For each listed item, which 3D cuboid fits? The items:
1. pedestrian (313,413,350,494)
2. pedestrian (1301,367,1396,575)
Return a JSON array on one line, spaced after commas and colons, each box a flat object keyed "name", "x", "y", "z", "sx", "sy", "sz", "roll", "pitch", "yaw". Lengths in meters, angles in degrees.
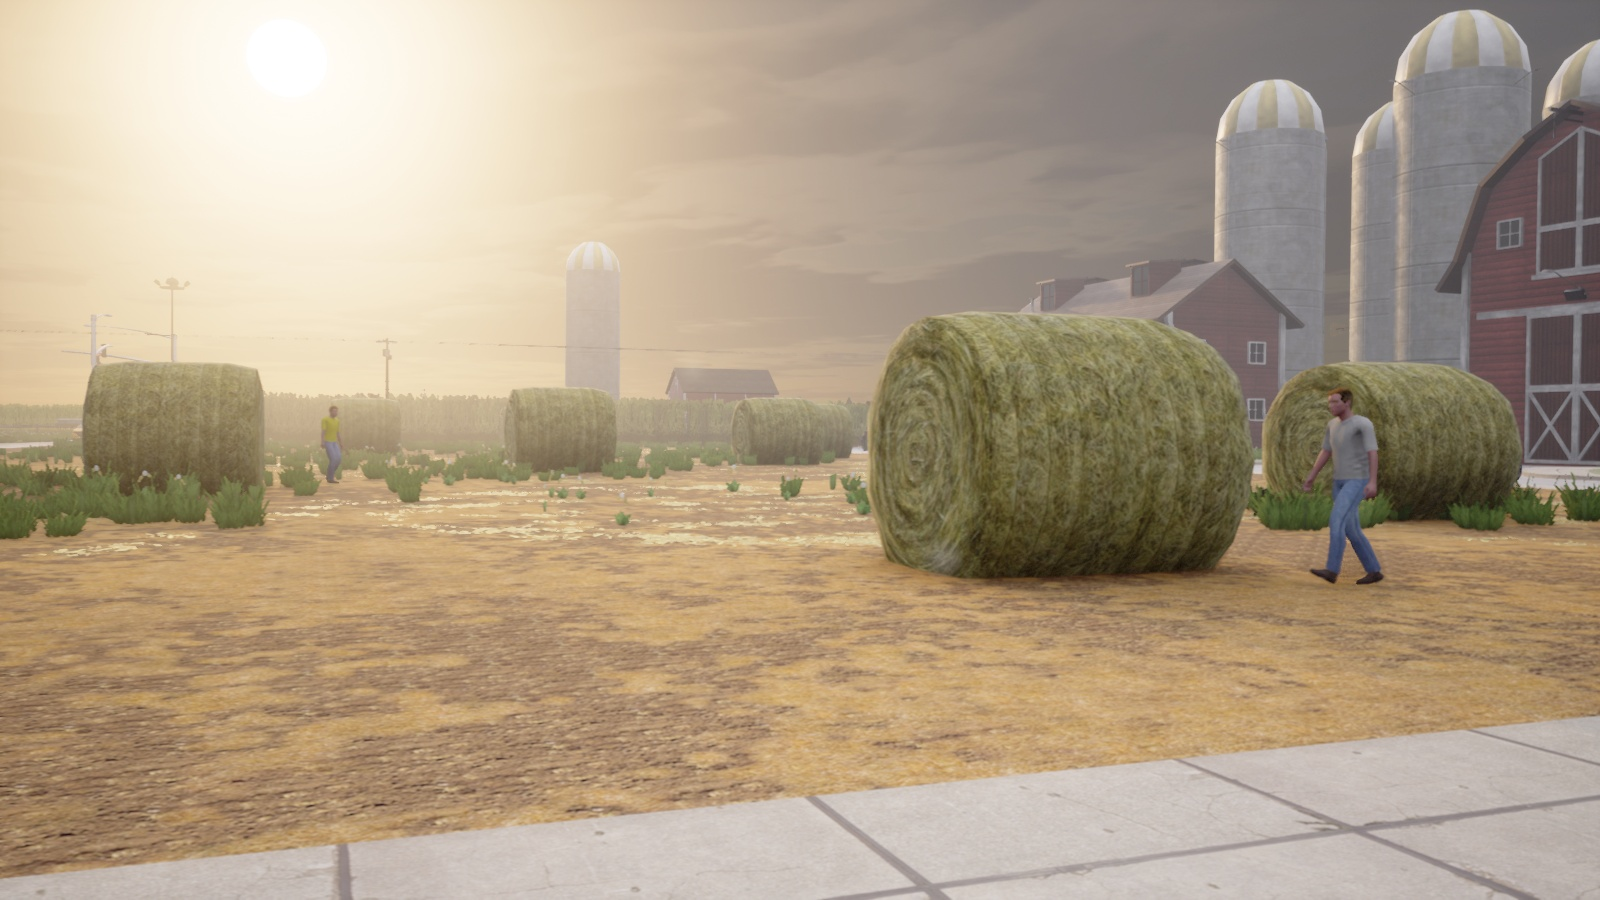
[{"name": "pedestrian", "x": -10.740, "y": 0.069, "z": 28.799, "sx": 0.706, "sy": 1.836, "sz": 0.354, "roll": 0, "pitch": 1, "yaw": 21}, {"name": "pedestrian", "x": 4.955, "y": 0.178, "z": 11.361, "sx": 0.706, "sy": 1.836, "sz": 0.354, "roll": -1, "pitch": 1, "yaw": -12}]
